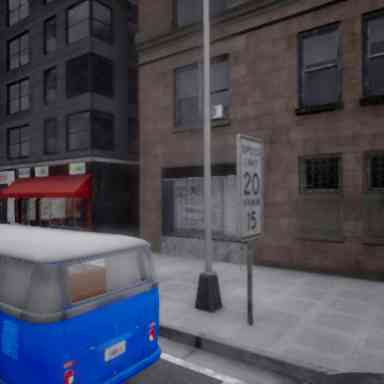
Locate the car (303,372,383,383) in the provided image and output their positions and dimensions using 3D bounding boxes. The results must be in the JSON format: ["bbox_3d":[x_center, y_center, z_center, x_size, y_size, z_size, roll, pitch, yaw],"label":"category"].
[{"bbox_3d":[2.344,1.537,1.138,4.403,1.369,2.008,-1,0,35],"label":"car"}]

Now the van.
[{"bbox_3d":[-2.284,1.384,4.438,3.998,1.788,1.690,-1,0,35],"label":"van"}]
